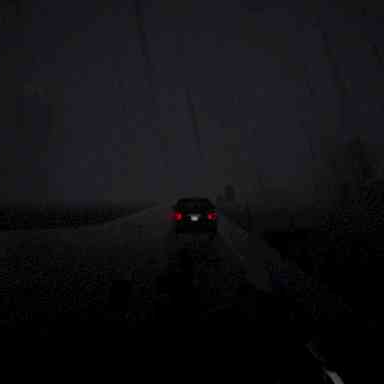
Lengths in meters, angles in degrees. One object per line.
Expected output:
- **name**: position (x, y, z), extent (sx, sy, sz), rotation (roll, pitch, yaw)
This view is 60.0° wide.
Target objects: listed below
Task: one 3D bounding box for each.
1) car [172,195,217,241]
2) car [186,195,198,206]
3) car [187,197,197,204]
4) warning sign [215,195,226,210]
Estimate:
- **car**: position (0.113, 1.308, 17.554), extent (2.150, 2.045, 5.566), rotation (0, -1, 0)
- **car**: position (-0.006, 1.547, 61.888), extent (2.150, 2.045, 5.566), rotation (0, 0, 0)
- **car**: position (-0.007, 1.813, 72.274), extent (1.994, 1.385, 4.181), rotation (0, 0, 0)
- **warning sign**: position (3.556, 1.339, 42.010), extent (1.300, 1.860, 1.060), rotation (1, 0, 0)
